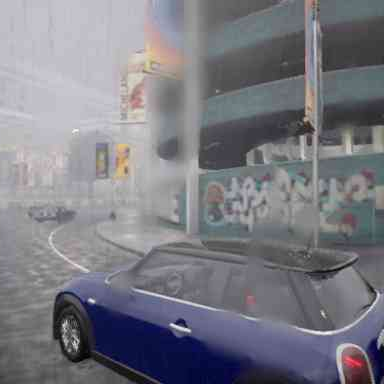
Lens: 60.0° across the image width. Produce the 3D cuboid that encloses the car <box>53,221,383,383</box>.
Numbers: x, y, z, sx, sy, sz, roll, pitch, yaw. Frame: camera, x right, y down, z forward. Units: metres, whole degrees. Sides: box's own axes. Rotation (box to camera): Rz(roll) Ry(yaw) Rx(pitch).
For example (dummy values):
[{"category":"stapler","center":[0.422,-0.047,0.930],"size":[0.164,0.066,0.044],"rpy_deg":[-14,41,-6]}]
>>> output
[{"category":"car","center":[0.113,1.389,4.321],"size":[4.553,1.767,2.097],"rpy_deg":[-1,-1,40]}]

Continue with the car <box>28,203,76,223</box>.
[{"category":"car","center":[-11.369,1.817,27.990],"size":[2.033,1.411,5.357],"rpy_deg":[0,0,-3]}]
